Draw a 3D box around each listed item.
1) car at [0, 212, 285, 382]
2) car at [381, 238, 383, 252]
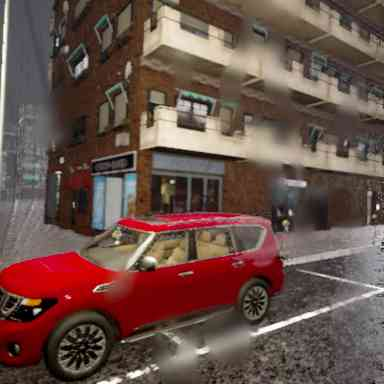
[{"bbox_3d":[-0.535,1.338,5.676,5.009,1.841,2.192,1,2,-35],"label":"car"},{"bbox_3d":[8.683,1.664,12.258,4.403,1.369,2.008,1,2,-35],"label":"car"}]
